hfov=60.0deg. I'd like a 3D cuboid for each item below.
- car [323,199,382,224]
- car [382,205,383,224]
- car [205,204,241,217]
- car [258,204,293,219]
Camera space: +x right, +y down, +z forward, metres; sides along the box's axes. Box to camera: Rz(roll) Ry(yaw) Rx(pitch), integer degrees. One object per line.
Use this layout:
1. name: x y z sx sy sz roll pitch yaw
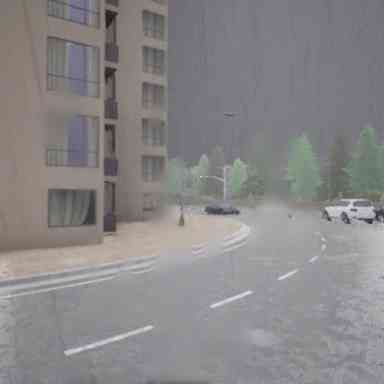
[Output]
1. car: 13.424 1.632 28.735 2.150 2.045 5.566 1 -1 -3
2. car: 16.708 1.911 29.447 1.882 1.535 5.008 1 -1 -4
3. car: 3.454 2.036 38.360 2.033 1.411 5.357 1 -1 -27
4. car: 8.589 1.989 34.610 1.812 1.442 4.674 1 -1 -17
